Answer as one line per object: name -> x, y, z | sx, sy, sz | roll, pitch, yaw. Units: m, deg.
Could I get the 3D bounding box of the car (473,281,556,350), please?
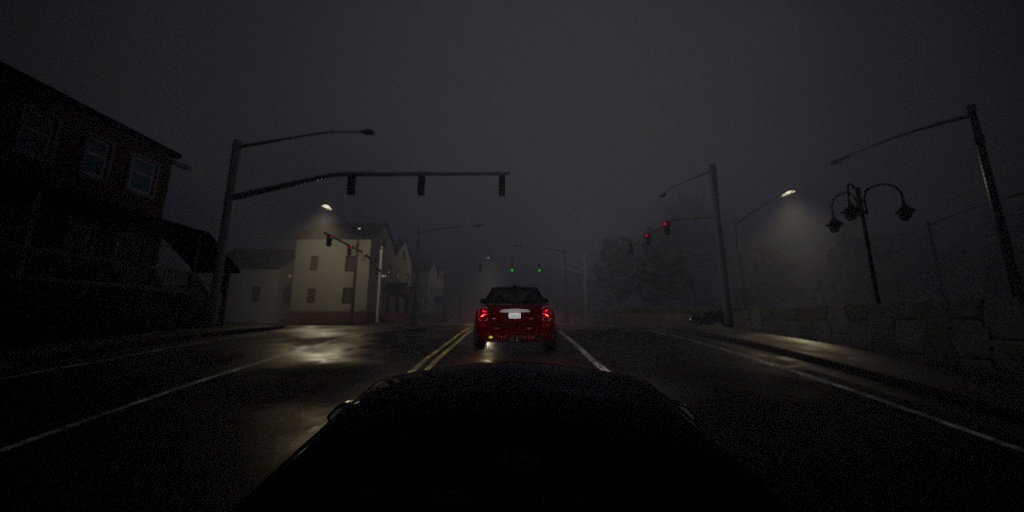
car -> 0.068, 1.697, 10.977 | 2.097, 1.767, 4.553 | 0, -5, 0

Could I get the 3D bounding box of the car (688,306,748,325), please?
car -> 16.327, 4.656, 27.905 | 4.902, 1.511, 2.128 | 0, -10, 1

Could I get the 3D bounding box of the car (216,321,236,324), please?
car -> -19.877, 5.179, 24.537 | 5.008, 1.535, 1.882 | -9, -10, 0

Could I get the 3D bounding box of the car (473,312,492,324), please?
car -> -3.575, 7.699, 44.210 | 1.994, 1.385, 4.181 | 0, -10, 0
